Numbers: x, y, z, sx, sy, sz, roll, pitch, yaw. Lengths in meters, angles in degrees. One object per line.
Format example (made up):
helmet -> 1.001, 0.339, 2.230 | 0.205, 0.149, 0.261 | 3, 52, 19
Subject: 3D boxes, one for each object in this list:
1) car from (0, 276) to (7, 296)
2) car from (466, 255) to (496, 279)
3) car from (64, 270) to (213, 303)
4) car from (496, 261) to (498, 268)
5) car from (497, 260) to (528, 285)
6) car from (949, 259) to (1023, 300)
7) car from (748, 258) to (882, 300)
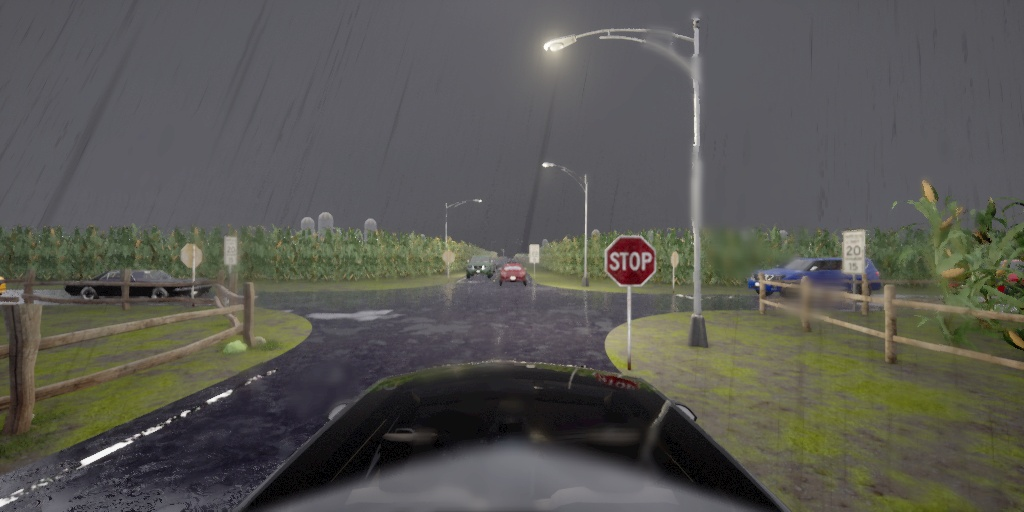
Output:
car -> -24.993, 1.077, 15.388 | 5.008, 1.535, 1.882 | 0, -1, 1
car -> -2.903, 0.963, 33.270 | 2.150, 2.045, 5.566 | 0, 0, 0
car -> -15.712, 1.251, 15.314 | 4.718, 1.301, 1.895 | 0, -1, 0
car -> -2.918, 1.283, 43.473 | 2.033, 1.411, 5.357 | 0, 0, 0
car -> 0.057, 1.270, 25.729 | 1.812, 1.442, 4.674 | 0, 0, 0
car -> 25.464, 1.165, 17.936 | 5.566, 2.045, 2.150 | 0, -1, 0
car -> 15.098, 1.093, 18.012 | 5.566, 2.045, 2.150 | 0, -1, 0
